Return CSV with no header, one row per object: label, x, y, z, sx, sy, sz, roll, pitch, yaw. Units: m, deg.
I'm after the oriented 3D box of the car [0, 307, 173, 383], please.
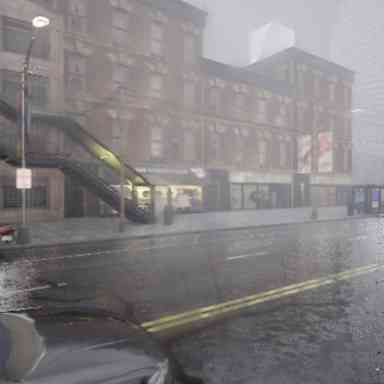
car,-2.382,1.492,2.050,4.902,1.511,2.128,0,0,-35
